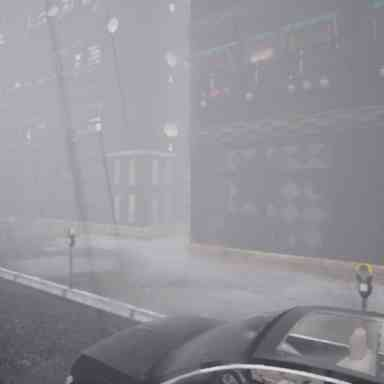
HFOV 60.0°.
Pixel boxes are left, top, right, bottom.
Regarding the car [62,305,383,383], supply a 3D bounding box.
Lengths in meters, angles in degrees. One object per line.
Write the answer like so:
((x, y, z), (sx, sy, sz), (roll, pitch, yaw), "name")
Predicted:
((0.867, 1.547, 2.260), (4.403, 1.369, 2.008), (1, 0, 36), "car")
